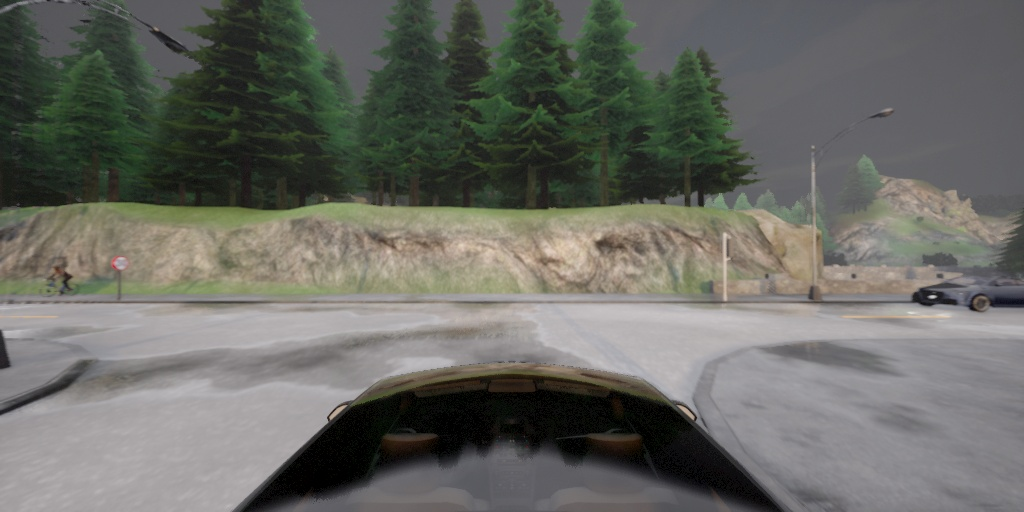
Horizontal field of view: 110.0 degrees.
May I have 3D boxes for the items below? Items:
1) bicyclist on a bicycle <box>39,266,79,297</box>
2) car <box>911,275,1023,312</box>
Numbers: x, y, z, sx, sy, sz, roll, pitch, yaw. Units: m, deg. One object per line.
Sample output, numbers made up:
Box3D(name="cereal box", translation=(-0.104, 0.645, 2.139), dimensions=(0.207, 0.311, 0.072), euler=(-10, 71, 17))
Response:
Box3D(name="bicyclist on a bicycle", translation=(-23.934, 1.345, 18.988), dimensions=(0.582, 1.620, 1.656), euler=(0, -1, 0))
Box3D(name="car", translation=(19.288, 1.496, 14.768), dimensions=(4.181, 1.385, 1.994), euler=(0, -1, 0))
